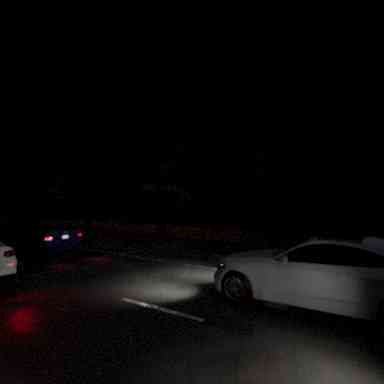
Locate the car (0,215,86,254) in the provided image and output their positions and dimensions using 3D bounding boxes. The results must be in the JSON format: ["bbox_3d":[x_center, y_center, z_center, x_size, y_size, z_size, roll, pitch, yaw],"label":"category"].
[{"bbox_3d":[-6.393,1.602,12.924,5.357,1.411,2.033,0,0,36],"label":"car"}]

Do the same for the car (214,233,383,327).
[{"bbox_3d":[2.640,1.540,6.411,4.674,1.442,1.812,0,0,36],"label":"car"}]

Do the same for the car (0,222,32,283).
[{"bbox_3d":[-6.271,1.572,8.519,4.674,1.442,1.812,0,0,36],"label":"car"}]
